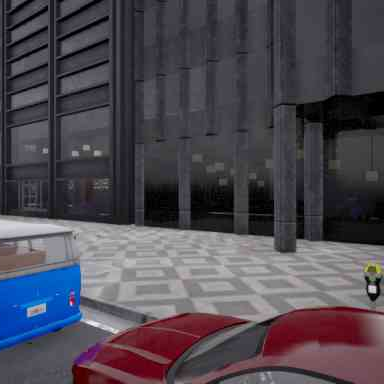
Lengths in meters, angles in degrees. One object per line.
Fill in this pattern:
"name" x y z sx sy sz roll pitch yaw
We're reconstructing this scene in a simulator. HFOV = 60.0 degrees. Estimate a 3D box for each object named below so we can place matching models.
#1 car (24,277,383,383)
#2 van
"car" 0.985 1.545 2.262 4.507 1.381 1.887 0 0 36
"van" -3.580 1.341 5.521 3.998 1.788 1.690 0 0 36
